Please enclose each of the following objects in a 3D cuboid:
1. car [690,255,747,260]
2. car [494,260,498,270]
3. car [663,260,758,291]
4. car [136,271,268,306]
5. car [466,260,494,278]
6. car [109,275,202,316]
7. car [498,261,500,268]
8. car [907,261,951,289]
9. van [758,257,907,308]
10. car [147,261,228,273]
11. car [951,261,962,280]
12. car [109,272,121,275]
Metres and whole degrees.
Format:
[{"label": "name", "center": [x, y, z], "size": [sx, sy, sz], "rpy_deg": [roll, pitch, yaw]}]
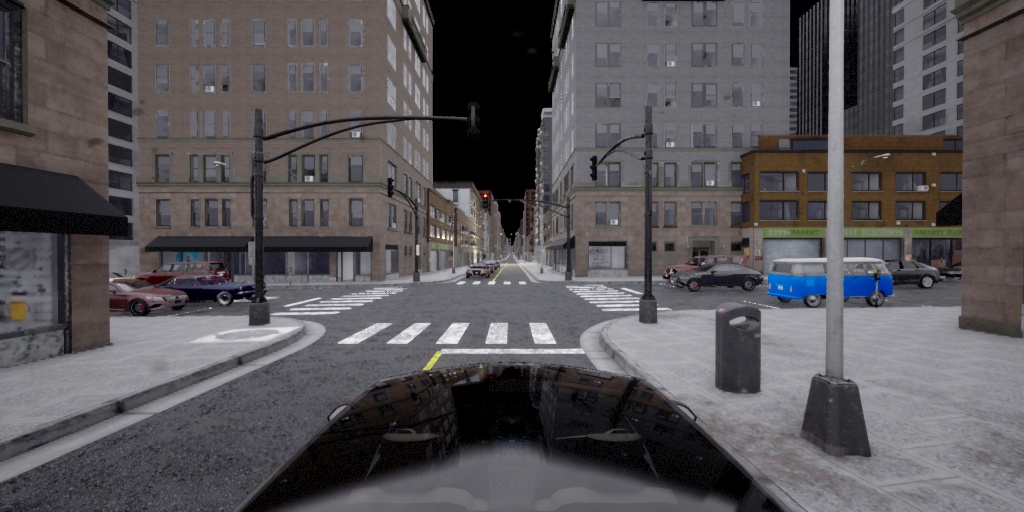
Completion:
[{"label": "car", "center": [12.098, 0.871, 22.255], "size": [5.009, 1.841, 2.192], "rpy_deg": [0, 0, 0]}, {"label": "car", "center": [-3.089, 1.253, 42.592], "size": [2.128, 1.511, 4.902], "rpy_deg": [0, 0, 0]}, {"label": "car", "center": [11.103, 1.113, 19.603], "size": [4.674, 1.442, 1.812], "rpy_deg": [-1, 0, 1]}, {"label": "car", "center": [-13.953, 1.517, 16.330], "size": [4.718, 1.301, 1.895], "rpy_deg": [-1, 0, 0]}, {"label": "car", "center": [-3.083, 1.318, 33.494], "size": [1.994, 1.385, 4.181], "rpy_deg": [0, 0, 1]}, {"label": "car", "center": [-14.817, 1.527, 13.666], "size": [4.207, 1.307, 1.802], "rpy_deg": [0, 0, 0]}, {"label": "car", "center": [-3.077, 1.299, 51.724], "size": [1.812, 1.442, 4.674], "rpy_deg": [0, 0, 0]}, {"label": "car", "center": [20.289, 0.979, 19.608], "size": [4.892, 1.490, 1.837], "rpy_deg": [-1, 0, 0]}, {"label": "van", "center": [12.119, 0.957, 13.729], "size": [3.998, 1.789, 1.690], "rpy_deg": [0, 0, 0]}, {"label": "car", "center": [-20.343, 1.270, 22.178], "size": [5.009, 1.841, 2.192], "rpy_deg": [0, 0, 0]}, {"label": "car", "center": [28.926, 0.915, 22.295], "size": [4.313, 1.339, 1.948], "rpy_deg": [0, 0, 0]}, {"label": "car", "center": [-26.017, 1.550, 22.165], "size": [4.829, 1.417, 1.751], "rpy_deg": [0, 0, 0]}]
